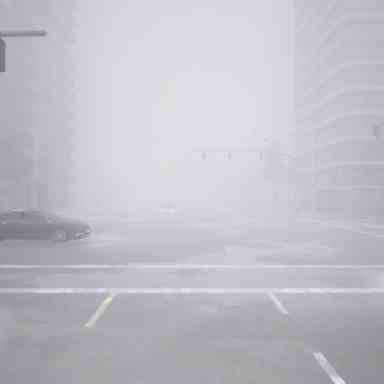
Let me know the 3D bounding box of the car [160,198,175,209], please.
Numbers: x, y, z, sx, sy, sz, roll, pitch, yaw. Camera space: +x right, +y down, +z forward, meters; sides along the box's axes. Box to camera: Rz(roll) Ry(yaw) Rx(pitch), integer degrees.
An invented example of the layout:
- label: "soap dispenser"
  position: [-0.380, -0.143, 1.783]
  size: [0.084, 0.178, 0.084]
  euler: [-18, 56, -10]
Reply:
- label: "car"
  position: [-3.550, 1.666, 49.152]
  size: [1.837, 1.490, 4.892]
  euler: [0, 0, 1]

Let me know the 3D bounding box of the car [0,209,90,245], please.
- label: "car"
  position: [-7.226, 1.566, 15.368]
  size: [4.892, 1.490, 1.837]
  euler: [0, 0, 0]
